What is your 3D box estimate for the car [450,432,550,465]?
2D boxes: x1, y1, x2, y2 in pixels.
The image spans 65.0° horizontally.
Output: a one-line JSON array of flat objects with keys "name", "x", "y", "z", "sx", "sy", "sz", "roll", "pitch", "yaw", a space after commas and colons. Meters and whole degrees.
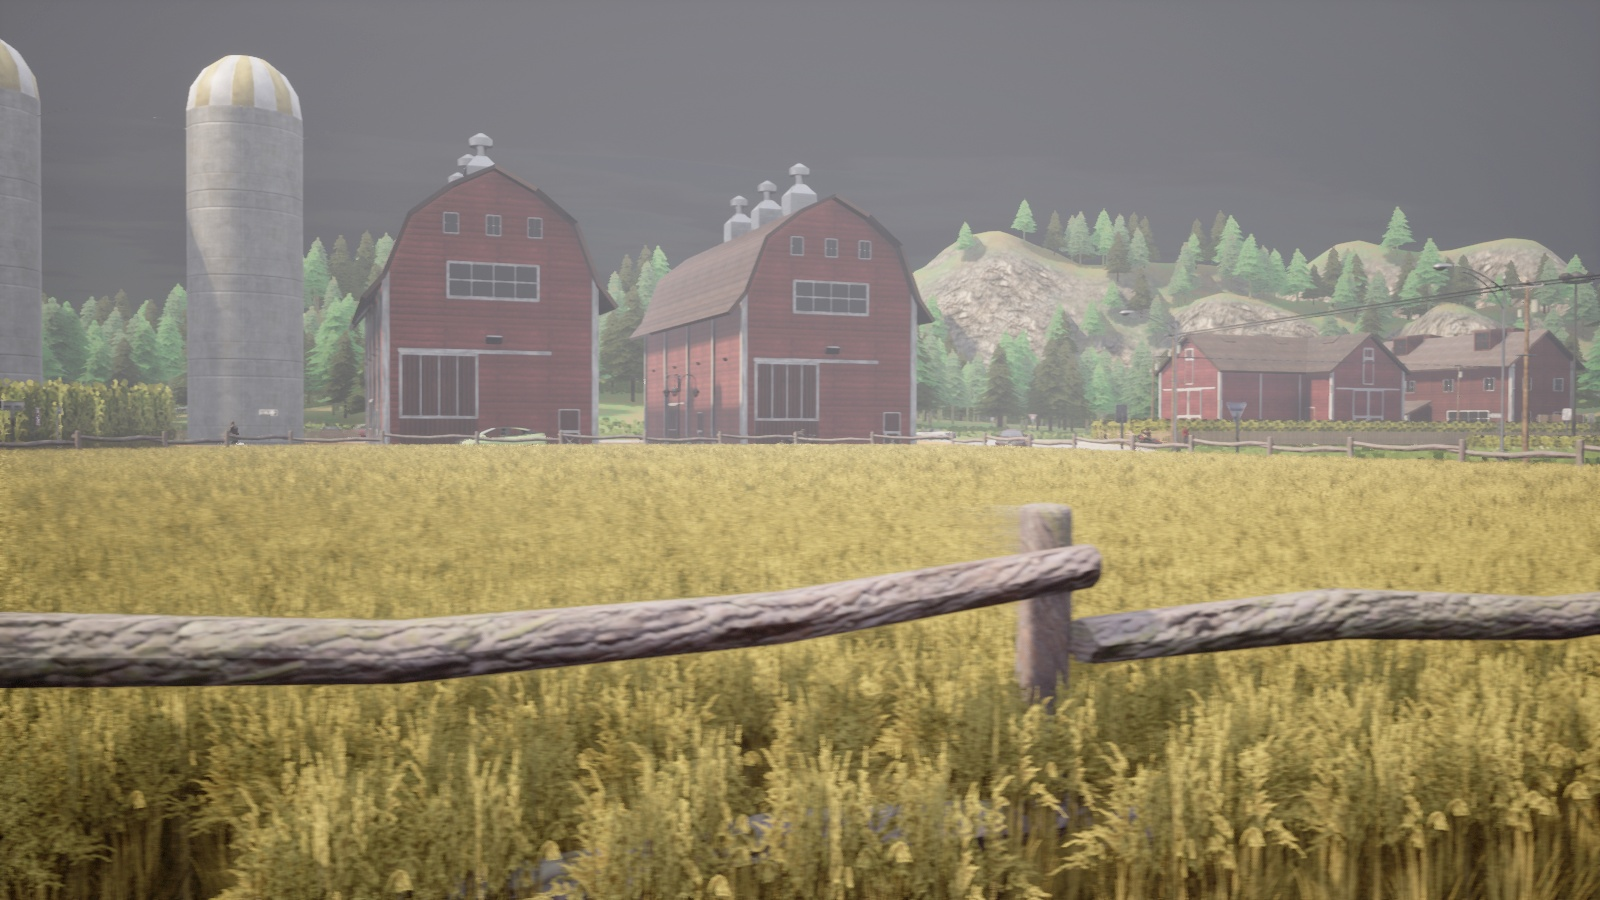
[{"name": "car", "x": -15.006, "y": -0.108, "z": 62.839, "sx": 4.514, "sy": 1.525, "sz": 2.007, "roll": -1, "pitch": 1, "yaw": -24}]

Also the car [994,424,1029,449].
[{"name": "car", "x": 13.374, "y": -0.877, "z": 79.178, "sx": 1.812, "sy": 1.442, "sz": 4.674, "roll": -1, "pitch": 1, "yaw": 14}]
